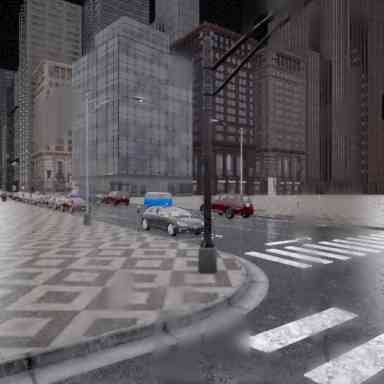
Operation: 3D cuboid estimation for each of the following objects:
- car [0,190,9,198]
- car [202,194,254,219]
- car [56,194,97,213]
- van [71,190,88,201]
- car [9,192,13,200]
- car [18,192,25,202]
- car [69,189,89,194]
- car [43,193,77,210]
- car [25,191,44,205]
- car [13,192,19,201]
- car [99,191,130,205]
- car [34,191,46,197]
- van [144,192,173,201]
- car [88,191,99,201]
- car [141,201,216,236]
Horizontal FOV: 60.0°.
[{"bbox_3d":[-39.097,0.612,70.286,1.947,1.339,4.313,1,0,-35],"label":"car"},{"bbox_3d":[2.700,1.052,26.315,2.192,1.841,5.009,1,0,-35],"label":"car"},{"bbox_3d":[-10.588,1.140,30.271,1.887,1.381,4.507,1,0,-35],"label":"car"},{"bbox_3d":[-19.477,0.600,57.443,1.690,1.788,3.998,1,0,-35],"label":"van"},{"bbox_3d":[-29.594,0.749,56.948,1.887,1.381,4.507,1,0,-35],"label":"car"},{"bbox_3d":[-23.259,0.876,48.056,2.008,1.369,4.403,1,0,-35],"label":"car"},{"bbox_3d":[-16.581,0.580,48.932,2.150,2.045,5.566,0,0,-35],"label":"car"},{"bbox_3d":[-13.756,1.076,34.716,2.008,1.369,4.403,1,0,-35],"label":"car"},{"bbox_3d":[-20.091,0.941,43.609,2.008,1.369,4.403,1,0,-35],"label":"car"},{"bbox_3d":[-26.425,0.703,52.502,1.967,1.590,4.097,1,0,-35],"label":"car"},{"bbox_3d":[-9.972,0.768,44.102,2.192,1.841,5.009,1,0,-35],"label":"car"},{"bbox_3d":[-38.487,0.497,84.122,1.887,1.381,4.507,0,0,-35],"label":"car"},{"bbox_3d":[-3.636,0.933,35.209,1.690,1.788,3.998,1,0,-35],"label":"van"},{"bbox_3d":[-13.144,0.937,48.550,2.008,1.369,4.403,1,0,-35],"label":"car"},{"bbox_3d":[-1.087,1.368,16.932,2.008,1.369,4.403,1,0,-35],"label":"car"}]
